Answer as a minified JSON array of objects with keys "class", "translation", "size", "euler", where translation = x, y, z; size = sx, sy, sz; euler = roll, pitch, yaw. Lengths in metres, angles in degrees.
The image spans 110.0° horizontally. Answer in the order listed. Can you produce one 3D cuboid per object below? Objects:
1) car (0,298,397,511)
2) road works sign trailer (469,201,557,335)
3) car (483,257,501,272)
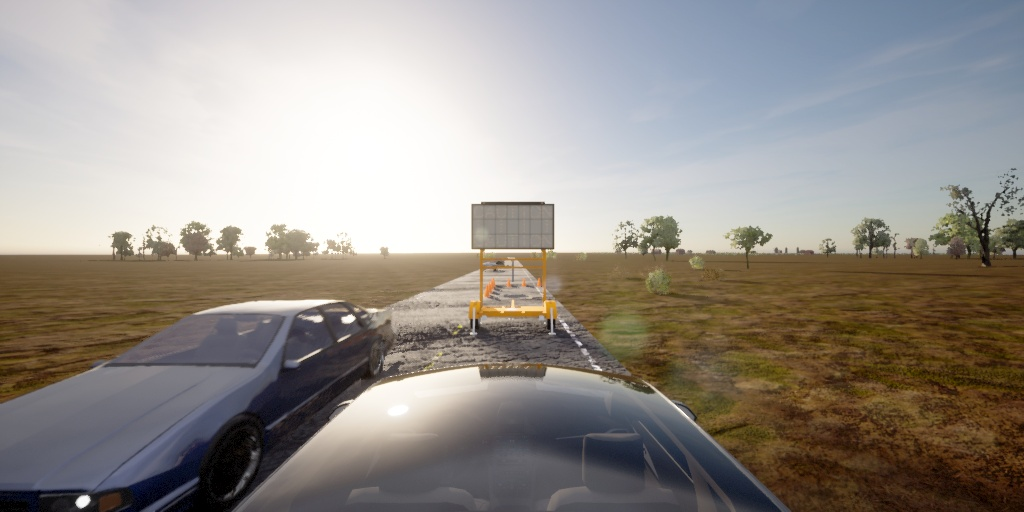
[{"class":"car","translation":[-3.094,1.297,4.531],"size":[2.033,1.411,5.357],"euler":[0,0,0]},{"class":"road works sign trailer","translation":[0.026,0.214,10.518],"size":[2.380,3.560,2.880],"euler":[0,0,0]},{"class":"car","translation":[-2.975,1.240,46.582],"size":[2.128,1.511,4.902],"euler":[0,0,0]}]
